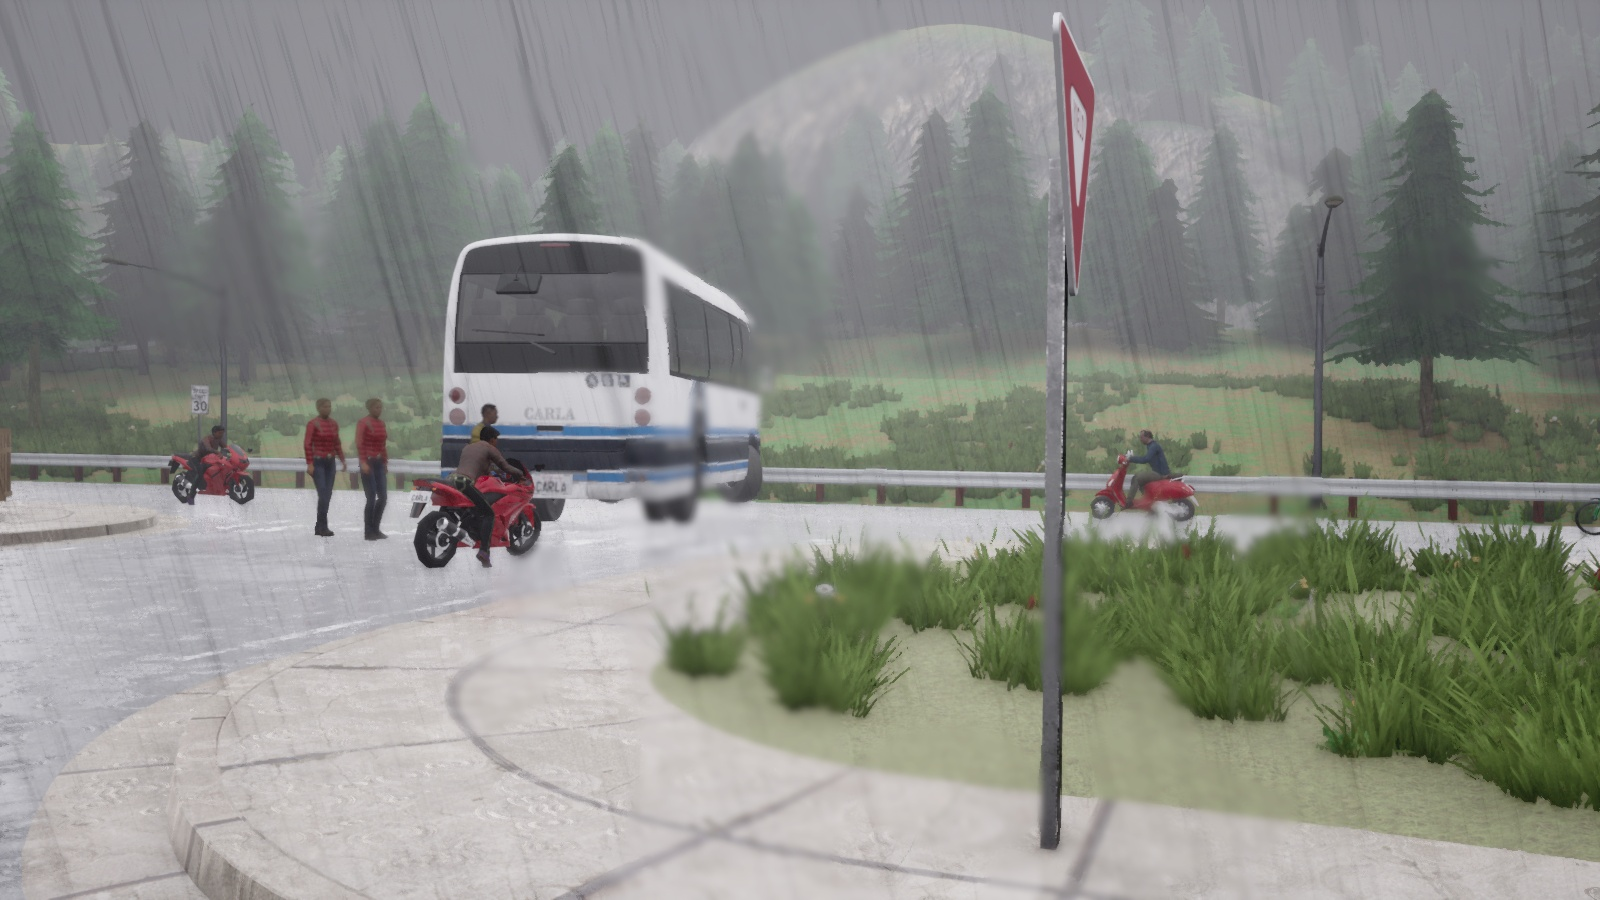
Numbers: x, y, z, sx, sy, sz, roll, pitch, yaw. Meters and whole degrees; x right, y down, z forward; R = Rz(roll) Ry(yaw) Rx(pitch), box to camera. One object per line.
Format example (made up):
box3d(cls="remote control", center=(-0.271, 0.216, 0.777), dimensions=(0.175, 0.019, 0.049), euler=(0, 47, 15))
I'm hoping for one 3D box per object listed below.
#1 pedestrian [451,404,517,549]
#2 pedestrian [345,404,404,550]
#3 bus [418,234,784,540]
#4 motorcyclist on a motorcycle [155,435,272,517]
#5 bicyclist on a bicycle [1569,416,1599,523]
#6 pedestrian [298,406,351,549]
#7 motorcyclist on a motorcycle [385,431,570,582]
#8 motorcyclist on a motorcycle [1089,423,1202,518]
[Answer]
box3d(cls="pedestrian", center=(-4.067, 0.333, 16.185), dimensions=(0.709, 1.840, 0.431), euler=(-1, 1, 0))
box3d(cls="pedestrian", center=(-5.474, 0.345, 16.170), dimensions=(0.636, 1.846, 0.331), euler=(0, 1, 24))
box3d(cls="bus", center=(-2.895, -0.927, 22.766), dimensions=(3.944, 4.253, 10.273), euler=(0, 1, 6))
box3d(cls="motorcyclist on a motorcycle", center=(-11.264, 0.486, 24.119), dimensions=(2.044, 1.523, 0.797), euler=(0, 1, 20))
box3d(cls="bicyclist on a bicycle", center=(12.717, 0.291, 19.193), dimensions=(1.509, 1.612, 0.866), euler=(0, 1, 20))
box3d(cls="pedestrian", center=(-6.245, 0.348, 16.487), dimensions=(0.636, 1.846, 0.331), euler=(0, 1, 35))
box3d(cls="motorcyclist on a motorcycle", center=(-3.490, 0.557, 13.804), dimensions=(0.797, 1.523, 2.044), euler=(0, 1, 27))
box3d(cls="motorcyclist on a motorcycle", center=(5.952, 0.336, 21.631), dimensions=(1.817, 1.590, 0.866), euler=(0, 1, 20))
